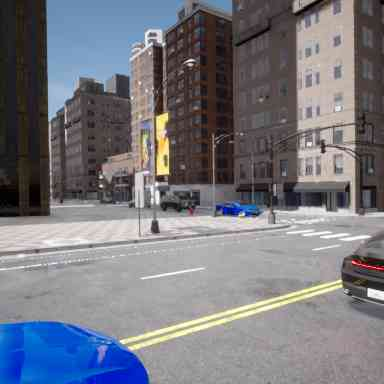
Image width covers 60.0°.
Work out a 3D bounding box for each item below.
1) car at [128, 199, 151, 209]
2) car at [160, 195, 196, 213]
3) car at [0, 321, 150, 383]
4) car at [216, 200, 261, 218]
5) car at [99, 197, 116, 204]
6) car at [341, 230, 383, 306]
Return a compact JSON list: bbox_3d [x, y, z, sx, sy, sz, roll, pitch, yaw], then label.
[{"bbox_3d":[-7.753,1.694,48.665,1.812,1.442,4.674,-1,0,-35],"label":"car"},{"bbox_3d":[-1.804,1.354,40.187,2.150,2.045,5.566,-1,0,-35],"label":"car"},{"bbox_3d":[-2.568,1.478,1.609,5.008,1.535,1.882,0,0,-35],"label":"car"},{"bbox_3d":[4.311,1.574,31.494,1.882,1.535,5.008,-1,0,-34],"label":"car"},{"bbox_3d":[-17.180,1.740,67.590,2.033,1.411,5.357,-1,0,-35],"label":"car"},{"bbox_3d":[5.123,1.504,7.097,4.892,1.490,1.837,0,0,-36],"label":"car"}]
